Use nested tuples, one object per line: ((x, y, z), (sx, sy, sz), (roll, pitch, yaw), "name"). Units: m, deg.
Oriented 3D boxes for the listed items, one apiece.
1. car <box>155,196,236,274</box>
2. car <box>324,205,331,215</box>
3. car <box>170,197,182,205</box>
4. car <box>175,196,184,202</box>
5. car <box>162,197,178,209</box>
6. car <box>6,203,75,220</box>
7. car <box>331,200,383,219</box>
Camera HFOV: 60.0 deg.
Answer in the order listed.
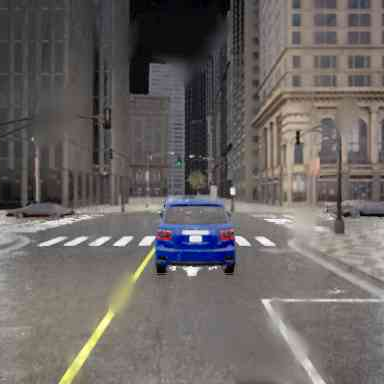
((0.097, 1.232, 10.739), (2.150, 2.045, 5.566), (0, 0, 0), "car")
((15.095, 1.502, 31.570), (4.902, 1.511, 2.128), (-1, 0, 0), "car")
((-2.977, 1.642, 62.424), (1.837, 1.490, 4.892), (0, 0, 1), "car")
((-2.952, 1.646, 77.920), (1.812, 1.442, 4.674), (0, 0, 0), "car")
((-3.020, 1.565, 46.867), (1.882, 1.535, 5.008), (0, 0, 0), "car")
((-12.953, 1.627, 28.681), (5.357, 1.411, 2.033), (0, -1, -4), "car")
((15.126, 1.533, 28.318), (5.357, 1.411, 2.033), (0, 0, 0), "car")
